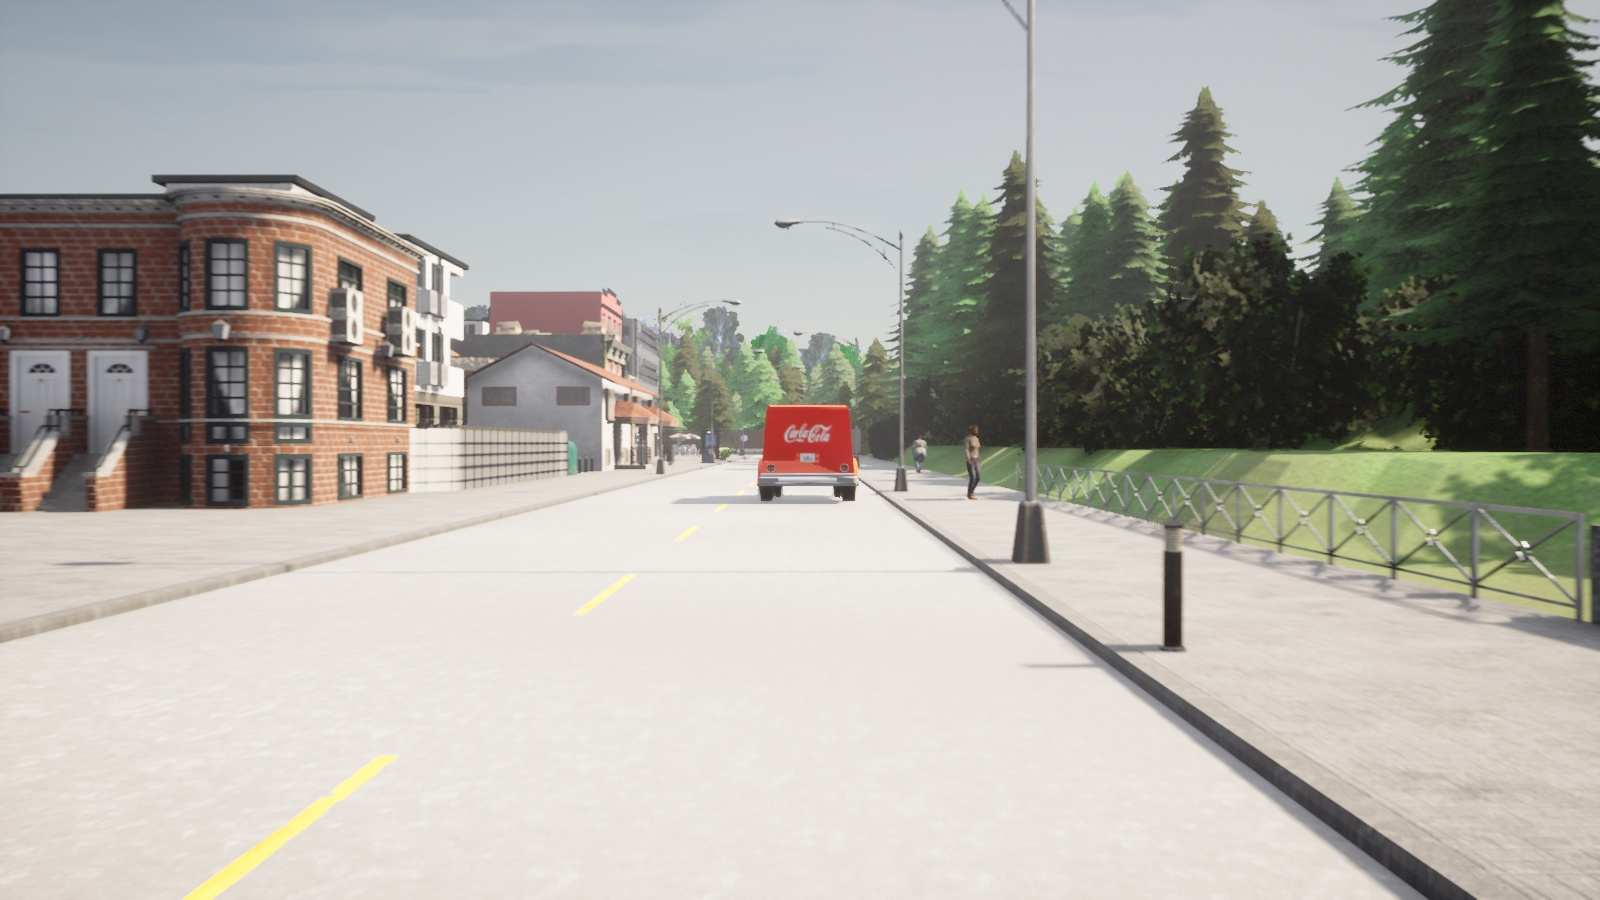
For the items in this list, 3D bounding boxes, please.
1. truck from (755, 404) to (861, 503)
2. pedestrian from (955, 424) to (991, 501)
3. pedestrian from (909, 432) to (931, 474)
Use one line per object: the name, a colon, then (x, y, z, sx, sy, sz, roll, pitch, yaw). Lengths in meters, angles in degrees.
truck: (0.207, 0.072, 33.726, 2.627, 2.467, 5.204, 0, 0, 0)
pedestrian: (4.133, 0.293, 30.005, 0.328, 1.805, 0.869, 0, 0, -39)
pedestrian: (5.326, 0.149, 55.921, 0.874, 1.855, 0.900, 0, 0, 0)
